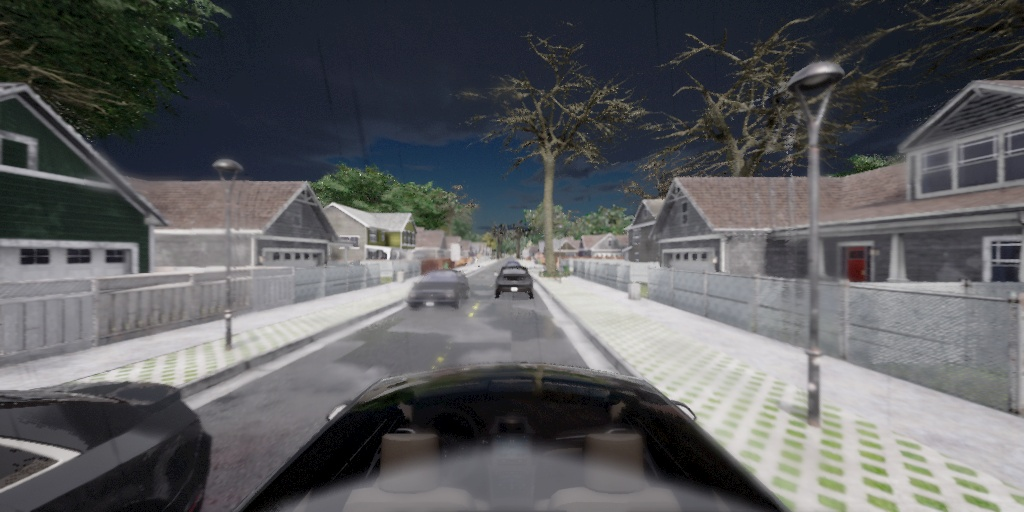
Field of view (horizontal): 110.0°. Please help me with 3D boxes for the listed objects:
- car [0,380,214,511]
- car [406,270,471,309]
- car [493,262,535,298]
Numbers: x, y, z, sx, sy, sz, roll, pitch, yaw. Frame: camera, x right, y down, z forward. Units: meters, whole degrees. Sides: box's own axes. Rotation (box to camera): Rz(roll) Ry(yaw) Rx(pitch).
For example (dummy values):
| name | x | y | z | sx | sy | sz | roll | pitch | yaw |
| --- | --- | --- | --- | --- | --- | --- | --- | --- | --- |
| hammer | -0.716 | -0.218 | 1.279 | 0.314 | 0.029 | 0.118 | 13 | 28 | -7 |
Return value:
| name | x | y | z | sx | sy | sz | roll | pitch | yaw |
| --- | --- | --- | --- | --- | --- | --- | --- | --- | --- |
| car | -2.818 | 1.257 | 0.228 | 1.837 | 1.490 | 4.892 | 0 | 0 | 0 |
| car | -2.851 | 1.284 | 15.139 | 2.033 | 1.411 | 5.357 | 0 | 0 | 0 |
| car | 0.100 | 1.239 | 18.405 | 1.837 | 1.490 | 4.892 | 0 | 0 | 0 |
